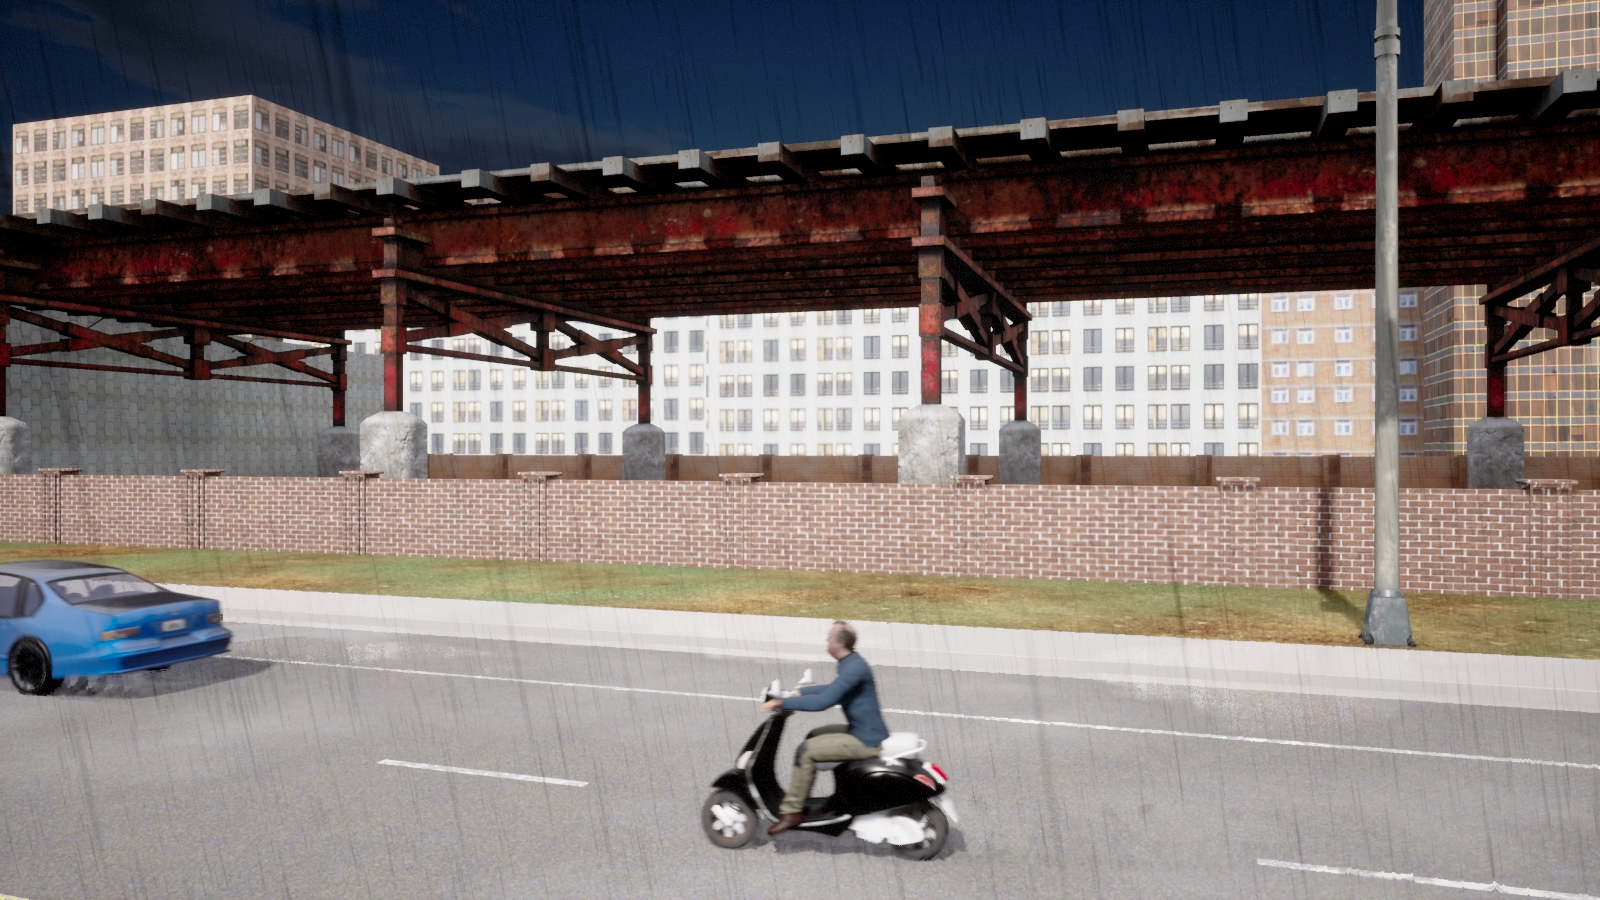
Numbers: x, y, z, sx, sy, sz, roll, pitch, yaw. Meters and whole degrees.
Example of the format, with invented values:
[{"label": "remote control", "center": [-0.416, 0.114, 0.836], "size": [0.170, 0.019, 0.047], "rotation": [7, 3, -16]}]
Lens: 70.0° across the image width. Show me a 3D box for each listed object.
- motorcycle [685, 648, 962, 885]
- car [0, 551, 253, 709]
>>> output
[{"label": "motorcycle", "center": [0.200, 2.129, 7.915], "size": [1.805, 1.341, 0.856], "rotation": [0, -2, 10]}, {"label": "car", "center": [-9.712, 2.106, 14.273], "size": [5.357, 1.411, 2.033], "rotation": [0, 0, 20]}]
